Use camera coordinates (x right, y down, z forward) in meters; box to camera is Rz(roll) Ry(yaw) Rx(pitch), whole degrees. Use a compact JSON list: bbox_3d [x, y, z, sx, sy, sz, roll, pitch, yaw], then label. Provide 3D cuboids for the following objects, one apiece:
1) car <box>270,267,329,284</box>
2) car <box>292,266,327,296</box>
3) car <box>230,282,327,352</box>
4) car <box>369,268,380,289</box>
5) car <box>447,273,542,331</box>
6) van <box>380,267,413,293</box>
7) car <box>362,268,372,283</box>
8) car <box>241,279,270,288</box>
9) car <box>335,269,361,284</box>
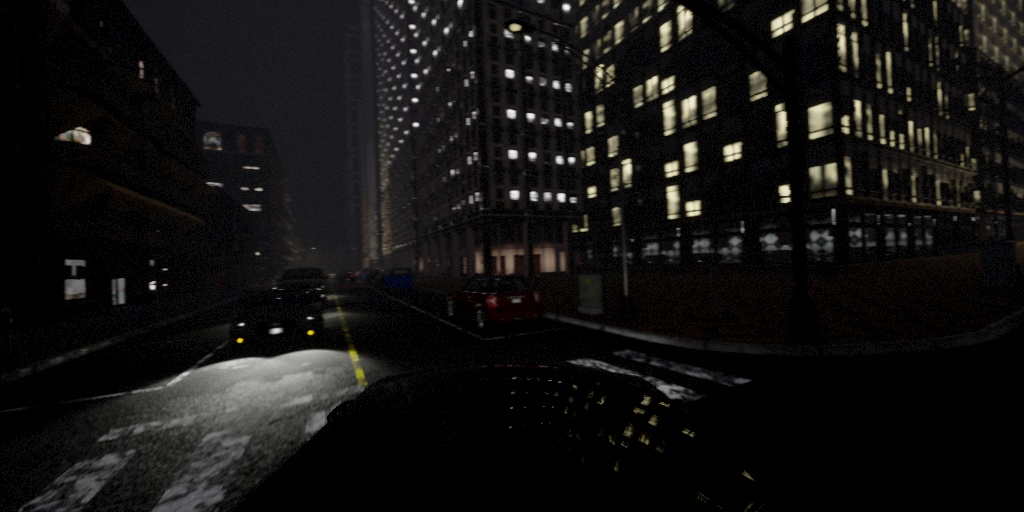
[{"bbox_3d":[-11.323,1.621,19.543,2.150,2.045,5.566,-2,-1,-27],"label":"car"},{"bbox_3d":[-16.167,1.920,28.917,2.150,2.045,5.566,-2,0,-27],"label":"car"},{"bbox_3d":[-6.562,1.669,10.369,1.994,1.385,4.181,-2,-1,-27],"label":"car"},{"bbox_3d":[-11.115,2.088,31.794,2.007,1.370,4.403,0,0,-27],"label":"car"},{"bbox_3d":[-0.735,1.332,11.736,1.967,1.591,4.097,0,0,-27],"label":"car"},{"bbox_3d":[-8.521,1.716,26.780,1.690,1.789,3.998,0,0,-27],"label":"van"},{"bbox_3d":[-16.670,2.400,43.473,1.837,1.490,4.892,-2,-1,-27],"label":"car"},{"bbox_3d":[-15.957,2.173,22.924,2.007,1.370,4.403,0,0,-27],"label":"car"},{"bbox_3d":[-19.485,2.485,42.291,2.128,1.511,4.902,-2,-1,-27],"label":"car"}]
